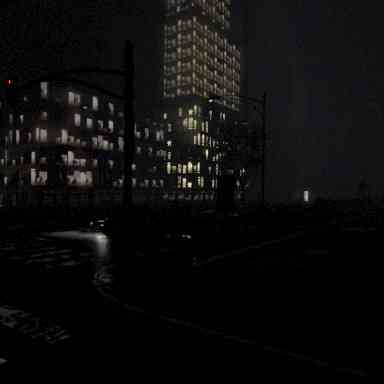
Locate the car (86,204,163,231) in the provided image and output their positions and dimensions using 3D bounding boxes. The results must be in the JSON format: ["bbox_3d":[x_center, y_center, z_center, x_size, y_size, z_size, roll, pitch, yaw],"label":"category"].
[{"bbox_3d":[-4.360,1.546,21.132,1.837,1.490,4.892,1,1,36],"label":"car"}]

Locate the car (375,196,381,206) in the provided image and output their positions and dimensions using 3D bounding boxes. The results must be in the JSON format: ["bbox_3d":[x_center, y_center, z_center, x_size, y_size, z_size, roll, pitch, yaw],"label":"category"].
[{"bbox_3d":[35.047,1.940,64.741,1.752,1.417,4.829,1,0,36],"label":"car"}]

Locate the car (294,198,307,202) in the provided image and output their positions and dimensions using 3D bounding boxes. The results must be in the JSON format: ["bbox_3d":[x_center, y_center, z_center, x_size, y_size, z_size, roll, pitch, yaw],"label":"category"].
[{"bbox_3d":[18.209,1.727,56.050,1.752,1.417,4.829,1,0,36],"label":"car"}]

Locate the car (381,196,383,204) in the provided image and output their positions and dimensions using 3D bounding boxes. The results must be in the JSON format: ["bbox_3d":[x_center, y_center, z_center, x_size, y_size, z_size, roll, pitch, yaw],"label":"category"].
[{"bbox_3d":[41.545,1.784,73.533,2.192,1.841,5.009,1,0,36],"label":"car"}]

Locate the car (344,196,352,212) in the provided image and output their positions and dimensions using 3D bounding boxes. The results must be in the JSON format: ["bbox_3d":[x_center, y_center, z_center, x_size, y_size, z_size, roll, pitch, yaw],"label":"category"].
[{"bbox_3d":[18.498,1.720,42.251,1.967,1.590,4.097,1,0,36],"label":"car"}]

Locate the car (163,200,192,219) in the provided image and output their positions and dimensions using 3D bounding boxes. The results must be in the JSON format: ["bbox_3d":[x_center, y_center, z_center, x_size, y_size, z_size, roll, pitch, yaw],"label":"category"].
[{"bbox_3d":[-1.581,1.481,29.474,1.967,1.590,4.097,1,0,36],"label":"car"}]

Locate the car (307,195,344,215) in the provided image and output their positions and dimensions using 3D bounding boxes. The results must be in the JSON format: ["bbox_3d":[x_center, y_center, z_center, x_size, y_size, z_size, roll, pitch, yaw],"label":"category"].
[{"bbox_3d":[15.228,1.569,37.765,2.192,1.841,5.009,1,0,36],"label":"car"}]

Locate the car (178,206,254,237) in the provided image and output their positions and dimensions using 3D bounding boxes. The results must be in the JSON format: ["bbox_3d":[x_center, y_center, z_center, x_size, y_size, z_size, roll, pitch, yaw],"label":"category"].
[{"bbox_3d":[1.479,1.696,19.081,2.008,1.369,4.403,1,0,36],"label":"car"}]

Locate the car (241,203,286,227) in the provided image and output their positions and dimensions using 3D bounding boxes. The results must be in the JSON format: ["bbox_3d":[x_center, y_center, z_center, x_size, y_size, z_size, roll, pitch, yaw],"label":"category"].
[{"bbox_3d":[4.737,1.737,23.490,1.947,1.339,4.313,1,0,36],"label":"car"}]

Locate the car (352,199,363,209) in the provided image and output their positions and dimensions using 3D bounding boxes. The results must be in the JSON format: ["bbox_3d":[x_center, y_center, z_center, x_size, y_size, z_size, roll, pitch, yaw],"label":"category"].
[{"bbox_3d":[25.052,1.773,51.209,1.967,1.590,4.097,1,0,36],"label":"car"}]

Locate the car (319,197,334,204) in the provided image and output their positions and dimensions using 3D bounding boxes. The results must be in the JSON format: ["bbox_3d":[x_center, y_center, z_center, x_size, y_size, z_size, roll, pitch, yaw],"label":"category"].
[{"bbox_3d":[28.205,1.849,69.581,1.947,1.339,4.313,1,0,36],"label":"car"}]

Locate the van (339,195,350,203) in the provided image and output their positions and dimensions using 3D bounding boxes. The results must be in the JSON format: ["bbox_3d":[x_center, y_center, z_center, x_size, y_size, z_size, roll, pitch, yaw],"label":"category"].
[{"bbox_3d":[38.101,1.706,82.976,1.690,1.788,3.998,1,0,36],"label":"van"}]

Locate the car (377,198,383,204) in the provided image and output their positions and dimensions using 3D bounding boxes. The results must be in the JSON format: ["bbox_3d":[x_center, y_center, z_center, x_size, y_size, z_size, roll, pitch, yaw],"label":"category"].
[{"bbox_3d":[44.840,2.047,77.999,2.008,1.369,4.403,1,0,36],"label":"car"}]

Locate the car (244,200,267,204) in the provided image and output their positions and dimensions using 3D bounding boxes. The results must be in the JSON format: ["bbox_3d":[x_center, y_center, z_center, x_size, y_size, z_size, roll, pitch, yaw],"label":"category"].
[{"bbox_3d":[6.975,1.612,36.463,1.882,1.535,5.008,1,0,37],"label":"car"}]

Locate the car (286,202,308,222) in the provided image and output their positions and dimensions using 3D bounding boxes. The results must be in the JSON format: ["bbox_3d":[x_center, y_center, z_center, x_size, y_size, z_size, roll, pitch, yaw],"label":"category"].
[{"bbox_3d":[7.992,1.779,27.899,1.802,1.307,4.206,1,0,36],"label":"car"}]

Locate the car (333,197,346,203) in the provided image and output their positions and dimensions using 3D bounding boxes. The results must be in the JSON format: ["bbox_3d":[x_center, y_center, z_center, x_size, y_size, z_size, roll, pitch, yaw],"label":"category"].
[{"bbox_3d":[34.700,1.862,78.375,1.752,1.417,4.829,1,0,36],"label":"car"}]
